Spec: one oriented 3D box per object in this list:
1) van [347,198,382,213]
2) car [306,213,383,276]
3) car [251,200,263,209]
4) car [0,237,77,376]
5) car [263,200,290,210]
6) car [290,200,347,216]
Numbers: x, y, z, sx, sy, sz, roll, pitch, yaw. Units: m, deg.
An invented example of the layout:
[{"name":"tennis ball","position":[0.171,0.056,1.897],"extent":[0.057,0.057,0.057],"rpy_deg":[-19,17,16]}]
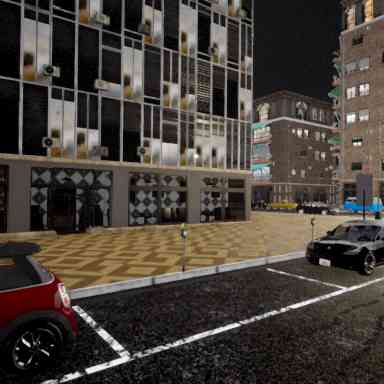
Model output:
[{"name":"van","position":[19.184,1.525,37.457],"extent":[1.690,1.788,3.998],"rpy_deg":[0,-1,-35]},{"name":"car","position":[5.435,1.567,10.415],"extent":[4.313,1.339,1.947],"rpy_deg":[0,1,-35]},{"name":"car","position":[9.698,1.864,51.137],"extent":[1.947,1.339,4.313],"rpy_deg":[0,-1,-35]},{"name":"car","position":[-3.647,1.440,3.947],"extent":[4.097,1.590,1.967],"rpy_deg":[0,1,-35]},{"name":"car","position":[12.762,1.787,46.716],"extent":[1.752,1.417,4.829],"rpy_deg":[0,-1,-35]},{"name":"car","position":[12.294,1.620,32.684],"extent":[2.008,1.369,4.403],"rpy_deg":[0,-1,-35]}]
